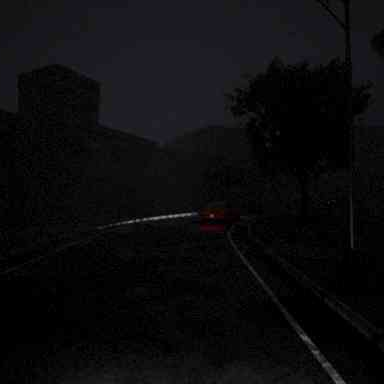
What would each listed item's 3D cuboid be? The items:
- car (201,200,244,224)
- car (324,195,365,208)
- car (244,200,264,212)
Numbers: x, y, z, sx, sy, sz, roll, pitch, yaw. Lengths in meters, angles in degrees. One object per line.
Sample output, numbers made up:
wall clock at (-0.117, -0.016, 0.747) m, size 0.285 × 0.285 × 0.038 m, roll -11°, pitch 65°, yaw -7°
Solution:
car at (2.216, 1.425, 24.768) m, size 1.882 × 1.535 × 5.008 m, roll -2°, pitch 0°, yaw 21°
car at (16.810, 1.053, 36.752) m, size 4.181 × 1.385 × 1.994 m, roll -2°, pitch -2°, yaw -15°
car at (5.364, 1.528, 35.069) m, size 4.718 × 1.301 × 1.895 m, roll -1°, pitch -1°, yaw -39°
